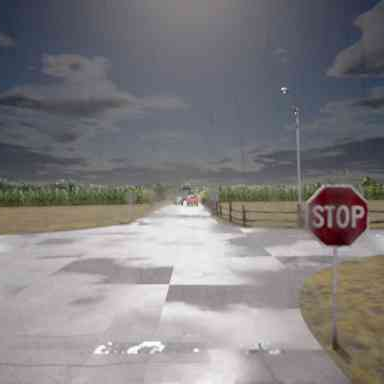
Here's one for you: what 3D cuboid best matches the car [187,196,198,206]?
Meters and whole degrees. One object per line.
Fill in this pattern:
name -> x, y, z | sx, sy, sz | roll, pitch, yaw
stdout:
car -> 0.105, 1.646, 61.404 | 2.097, 1.767, 4.553 | 0, 0, 0

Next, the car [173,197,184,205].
car -> -2.637, 1.821, 65.609 | 2.128, 1.511, 4.902 | 0, 0, 0

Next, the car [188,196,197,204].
car -> 0.123, 1.716, 71.440 | 1.837, 1.490, 4.892 | 0, -1, 0
